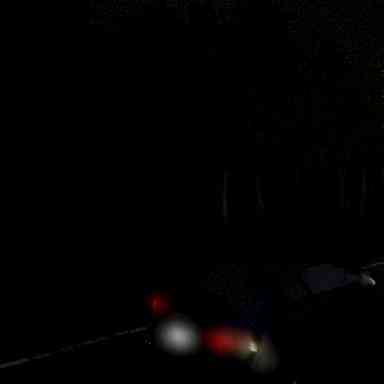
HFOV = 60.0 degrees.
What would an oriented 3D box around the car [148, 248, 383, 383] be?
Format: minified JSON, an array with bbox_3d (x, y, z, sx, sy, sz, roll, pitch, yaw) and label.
[{"bbox_3d":[1.482,1.538,4.808,4.181,1.385,1.994,0,0,-36],"label":"car"}]
